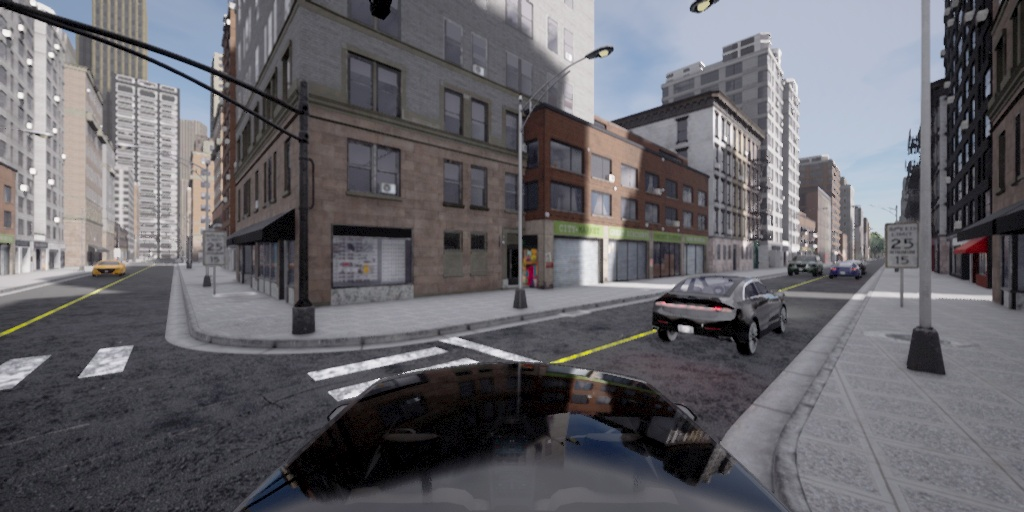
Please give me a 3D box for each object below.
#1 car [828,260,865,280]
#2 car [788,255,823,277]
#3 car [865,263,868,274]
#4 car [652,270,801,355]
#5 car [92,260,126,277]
[{"bbox_3d":[28.623,1.211,30.761,4.674,1.442,1.812,0,0,-43],"label":"car"},{"bbox_3d":[28.768,0.901,35.108,5.566,2.045,2.150,0,0,-43],"label":"car"},{"bbox_3d":[36.084,1.156,37.868,5.008,1.535,1.882,0,0,-43],"label":"car"},{"bbox_3d":[5.178,1.221,8.714,4.902,1.511,2.128,0,0,-43],"label":"car"},{"bbox_3d":[-39.333,1.152,35.083,1.882,1.535,5.008,0,0,-43],"label":"car"}]
